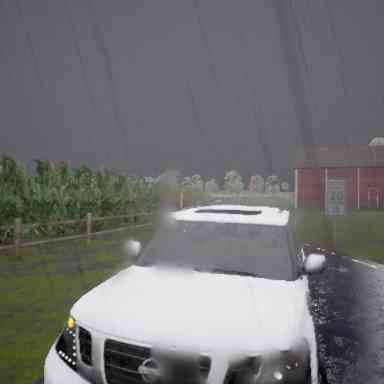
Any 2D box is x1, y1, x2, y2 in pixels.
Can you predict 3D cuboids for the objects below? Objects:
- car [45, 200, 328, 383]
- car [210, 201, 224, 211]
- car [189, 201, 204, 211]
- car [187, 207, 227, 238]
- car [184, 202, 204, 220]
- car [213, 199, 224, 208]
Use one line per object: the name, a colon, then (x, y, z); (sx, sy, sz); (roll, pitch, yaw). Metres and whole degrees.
car: (0.545, 1.239, 4.748); (2.150, 2.045, 5.566); (1, -1, 18)
car: (3.804, 2.085, 50.027); (1.994, 1.385, 4.181); (0, -1, 4)
car: (0.742, 2.047, 48.699); (1.994, 1.385, 4.181); (0, -1, 4)
car: (0.745, 1.695, 19.763); (1.837, 1.490, 4.892); (0, -1, -4)
car: (0.228, 1.835, 33.205); (1.837, 1.490, 4.892); (0, 0, 0)
car: (4.831, 2.094, 60.004); (1.882, 1.535, 5.008); (0, 0, 7)
